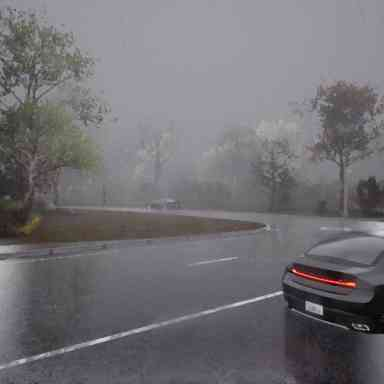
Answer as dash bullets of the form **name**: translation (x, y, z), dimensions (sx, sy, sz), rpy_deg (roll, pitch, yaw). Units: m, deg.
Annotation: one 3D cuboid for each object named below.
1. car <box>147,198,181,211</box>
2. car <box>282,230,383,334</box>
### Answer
- **car**: translation (-3.539, 1.525, 40.850), dimensions (5.008, 1.535, 1.882), rpy_deg (0, 0, 45)
- **car**: translation (3.812, 1.505, 6.438), dimensions (4.892, 1.490, 1.837), rpy_deg (0, 0, -36)
